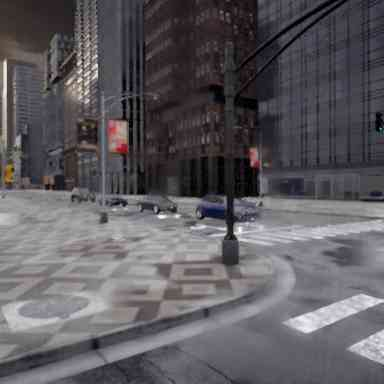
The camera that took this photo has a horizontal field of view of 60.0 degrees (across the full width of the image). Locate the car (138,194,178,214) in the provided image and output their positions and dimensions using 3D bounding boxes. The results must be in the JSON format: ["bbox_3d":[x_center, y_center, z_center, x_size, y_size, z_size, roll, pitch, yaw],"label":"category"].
[{"bbox_3d":[-3.034,0.996,28.689,1.837,1.490,4.892,-1,1,-35],"label":"car"}]

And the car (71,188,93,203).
[{"bbox_3d":[-15.069,0.443,45.918,2.150,2.045,5.566,-1,1,-35],"label":"car"}]

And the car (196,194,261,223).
[{"bbox_3d":[2.233,0.963,21.175,2.097,1.767,4.553,-1,1,-35],"label":"car"}]

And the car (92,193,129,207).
[{"bbox_3d":[-8.953,0.906,37.139,2.033,1.411,5.357,-1,1,-35],"label":"car"}]

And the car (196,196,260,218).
[{"bbox_3d":[2.739,1.074,26.463,2.033,1.411,5.357,-1,1,-35],"label":"car"}]
